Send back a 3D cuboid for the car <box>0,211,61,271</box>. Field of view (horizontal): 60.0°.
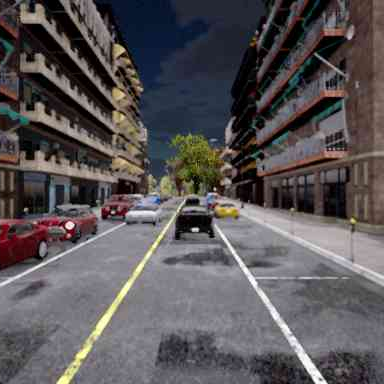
[{"bbox_3d":[-5.679,1.482,9.521,1.887,1.381,4.507,1,0,0],"label":"car"}]

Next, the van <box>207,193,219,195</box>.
[{"bbox_3d":[2.690,1.065,43.451,1.690,1.788,3.998,1,0,0],"label":"van"}]

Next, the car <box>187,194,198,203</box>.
[{"bbox_3d":[0.099,1.096,60.970,1.882,1.535,5.008,0,0,0],"label":"car"}]

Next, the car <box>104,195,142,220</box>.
[{"bbox_3d":[-5.676,1.145,26.505,2.192,1.841,5.009,1,0,0],"label":"car"}]

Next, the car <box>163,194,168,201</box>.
[{"bbox_3d":[-5.677,0.970,54.812,2.192,1.841,5.009,1,0,0],"label":"car"}]

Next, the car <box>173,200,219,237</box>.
[{"bbox_3d":[0.098,1.395,17.136,1.837,1.490,4.892,0,1,-1],"label":"car"}]

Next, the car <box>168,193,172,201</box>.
[{"bbox_3d":[-5.681,1.154,66.137,1.947,1.339,4.313,1,0,0],"label":"car"}]

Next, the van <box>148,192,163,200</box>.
[{"bbox_3d":[-5.677,1.030,49.151,1.690,1.788,3.998,1,0,0],"label":"van"}]

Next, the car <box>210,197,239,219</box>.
[{"bbox_3d":[2.702,1.354,26.638,1.752,1.417,4.829,1,0,0],"label":"car"}]

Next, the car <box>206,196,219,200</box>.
[{"bbox_3d":[2.704,1.339,32.129,1.887,1.381,4.507,1,0,0],"label":"car"}]

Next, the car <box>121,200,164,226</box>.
[{"bbox_3d":[-3.101,1.459,22.062,1.895,1.301,4.718,0,0,0],"label":"car"}]

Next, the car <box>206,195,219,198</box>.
[{"bbox_3d":[2.708,1.325,37.791,1.947,1.339,4.313,1,0,0],"label":"car"}]

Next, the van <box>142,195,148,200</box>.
[{"bbox_3d":[-5.677,1.136,32.166,1.690,1.788,3.998,1,0,0],"label":"van"}]

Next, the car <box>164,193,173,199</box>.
[{"bbox_3d":[-5.775,1.041,83.118,2.008,1.369,4.403,1,0,0],"label":"car"}]

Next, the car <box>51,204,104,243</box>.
[{"bbox_3d":[-5.678,1.342,15.183,1.967,1.590,4.097,1,0,0],"label":"car"}]

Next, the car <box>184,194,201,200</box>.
[{"bbox_3d":[0.098,1.238,41.978,1.837,1.490,4.892,0,0,0],"label":"car"}]
